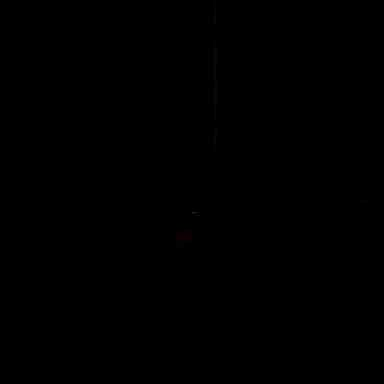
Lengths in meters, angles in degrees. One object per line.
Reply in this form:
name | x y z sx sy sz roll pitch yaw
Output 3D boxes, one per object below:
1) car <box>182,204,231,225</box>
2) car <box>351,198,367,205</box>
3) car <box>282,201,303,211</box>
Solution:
car | 1.223 1.693 25.746 1.837 1.490 4.892 -1 -2 36
car | 38.610 2.115 77.608 2.097 1.767 4.553 -1 -1 36
car | 14.876 2.047 49.310 1.895 1.301 4.718 -1 -1 36
